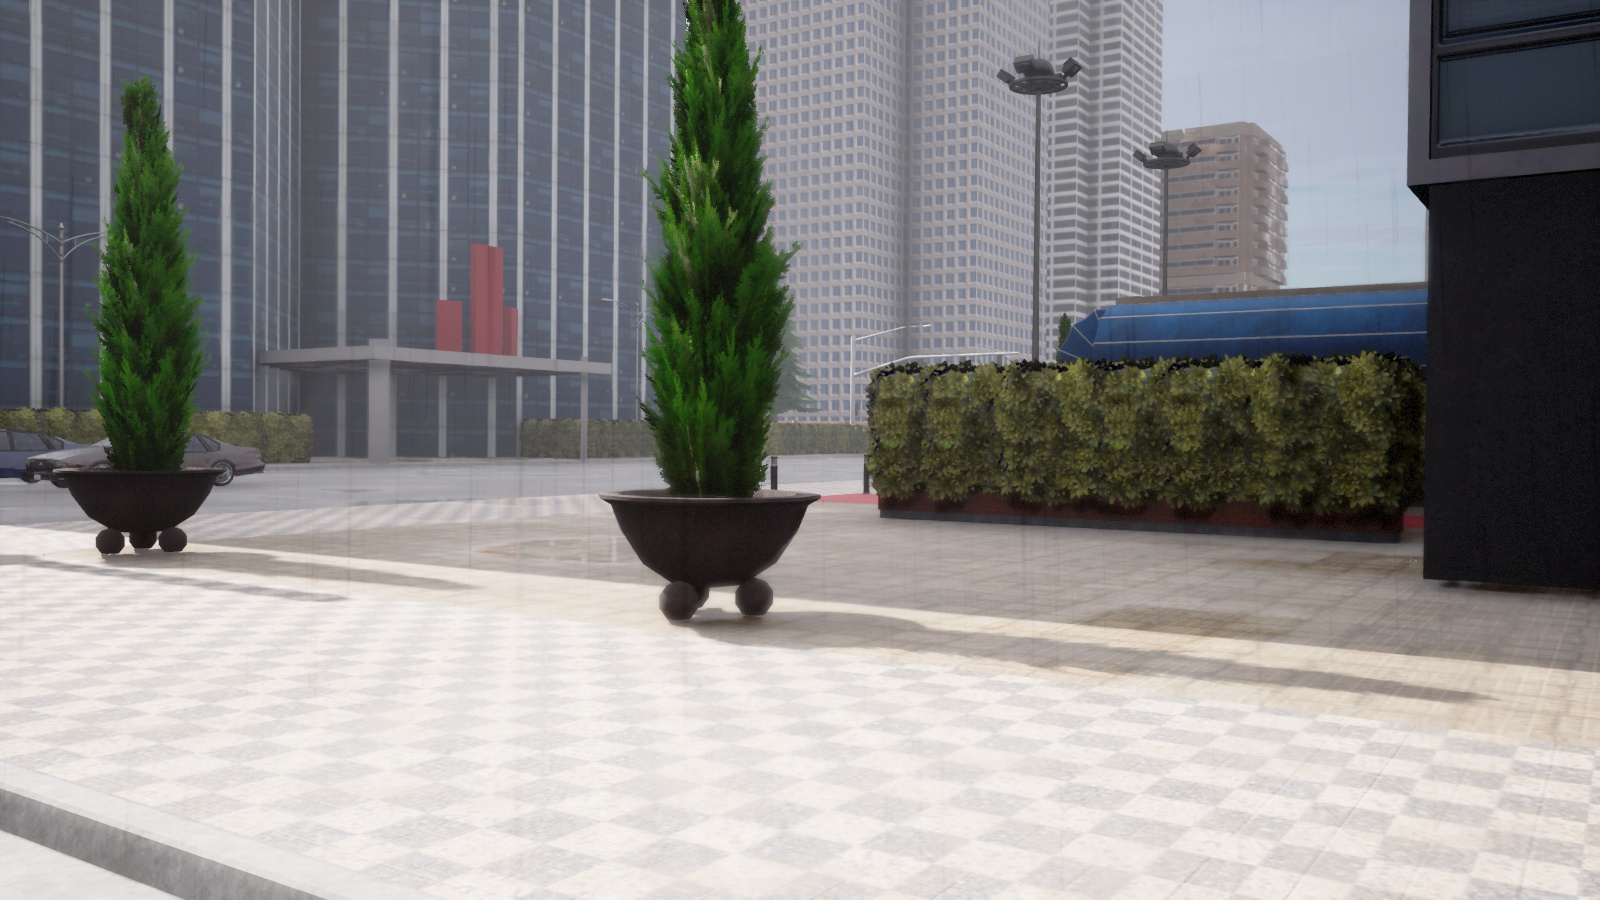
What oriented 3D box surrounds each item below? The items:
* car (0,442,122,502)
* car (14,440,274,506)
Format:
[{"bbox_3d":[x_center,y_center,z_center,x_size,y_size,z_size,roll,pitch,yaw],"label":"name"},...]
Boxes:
[{"bbox_3d":[-20.038,0.535,31.129,2.033,1.411,5.357,0,1,33],"label":"car"},{"bbox_3d":[-15.983,0.501,30.944,2.033,1.411,5.357,0,1,33],"label":"car"}]
